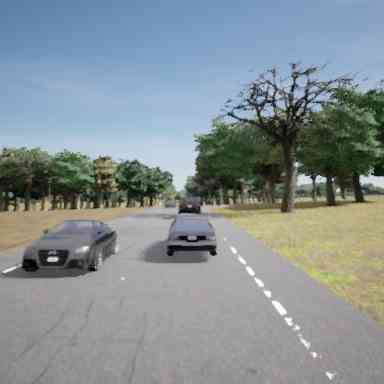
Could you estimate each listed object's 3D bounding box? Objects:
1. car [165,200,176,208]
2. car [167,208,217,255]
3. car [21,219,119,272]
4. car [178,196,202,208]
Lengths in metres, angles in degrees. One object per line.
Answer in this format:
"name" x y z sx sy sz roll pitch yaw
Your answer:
"car" -4.137 2.408 65.180 1.837 1.490 4.892 0 -2 -3
"car" -0.018 1.588 13.524 2.033 1.411 5.357 0 0 -1
"car" -3.689 1.593 10.773 1.994 1.385 4.181 0 0 -1
"car" -0.220 1.466 33.223 2.150 2.045 5.566 0 -1 -1
